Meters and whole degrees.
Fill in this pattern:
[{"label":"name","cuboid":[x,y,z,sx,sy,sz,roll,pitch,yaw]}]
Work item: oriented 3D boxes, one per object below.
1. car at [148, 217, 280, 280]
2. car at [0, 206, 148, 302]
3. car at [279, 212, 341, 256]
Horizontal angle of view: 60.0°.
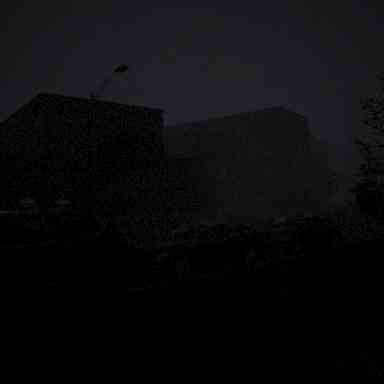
[{"label":"car","cuboid":[0.332,1.661,10.787,4.892,1.521,2.231,0,2,-39]},{"label":"car","cuboid":[-4.106,1.409,7.329,5.566,2.045,2.435,0,2,-37]},{"label":"car","cuboid":[4.626,1.664,14.368,4.892,1.521,2.231,0,2,-40]}]
